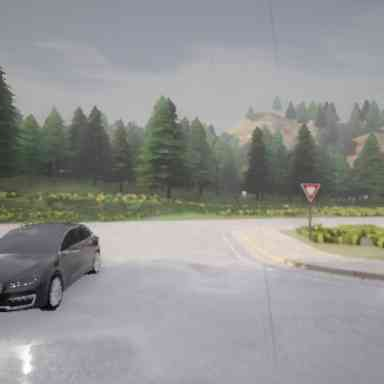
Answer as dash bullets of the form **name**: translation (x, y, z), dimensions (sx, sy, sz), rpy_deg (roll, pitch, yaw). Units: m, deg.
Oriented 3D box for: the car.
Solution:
- **car**: translation (-3.547, 1.539, 7.931), dimensions (1.837, 1.490, 4.892), rpy_deg (0, -1, 0)
